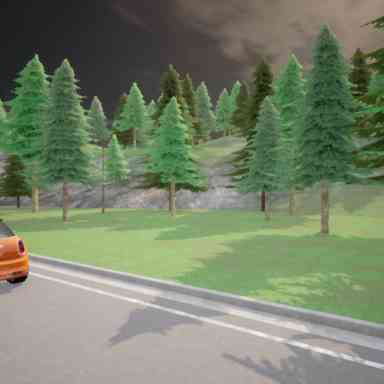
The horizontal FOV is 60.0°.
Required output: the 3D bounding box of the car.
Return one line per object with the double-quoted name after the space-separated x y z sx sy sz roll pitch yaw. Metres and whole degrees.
-6.136 1.350 8.342 4.553 1.767 2.097 0 0 35 "car"
